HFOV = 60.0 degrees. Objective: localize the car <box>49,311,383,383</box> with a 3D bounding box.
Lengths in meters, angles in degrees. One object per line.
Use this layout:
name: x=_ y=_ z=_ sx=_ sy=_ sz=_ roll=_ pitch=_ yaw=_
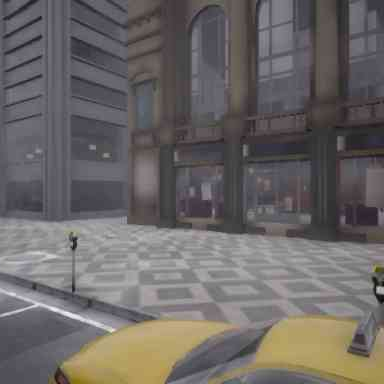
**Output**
car: x=0.908 y=1.524 z=2.317 sx=4.829 sy=1.417 sz=1.752 roll=0 pitch=0 yaw=36
